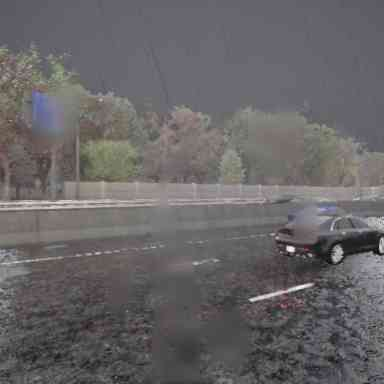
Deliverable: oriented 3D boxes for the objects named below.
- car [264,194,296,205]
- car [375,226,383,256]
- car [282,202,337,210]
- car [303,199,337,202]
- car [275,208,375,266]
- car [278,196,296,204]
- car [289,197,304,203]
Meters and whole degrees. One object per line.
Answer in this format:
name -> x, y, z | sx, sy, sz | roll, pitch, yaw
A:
car -> 12.742, 1.269, 47.446 | 5.566, 2.045, 2.150 | 1, 0, -35
car -> 7.135, 1.356, 8.840 | 4.553, 1.767, 2.097 | 0, 0, -36
car -> 7.087, 1.485, 17.401 | 5.008, 1.535, 1.882 | 0, 0, -36
car -> 14.535, 1.634, 35.852 | 4.718, 1.301, 1.895 | 0, 0, -35
car -> 5.000, 1.508, 11.616 | 4.892, 1.490, 1.837 | 0, 0, -36
car -> 14.395, 1.592, 44.334 | 5.357, 1.411, 2.033 | 0, 0, -35
car -> 14.232, 1.639, 39.930 | 4.718, 1.301, 1.895 | 0, 0, -35
